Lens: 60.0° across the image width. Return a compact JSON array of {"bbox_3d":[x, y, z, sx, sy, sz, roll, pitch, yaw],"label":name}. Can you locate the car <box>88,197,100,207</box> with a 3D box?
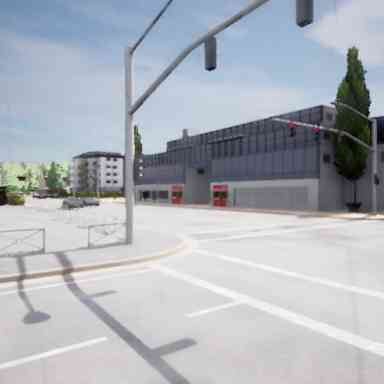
[{"bbox_3d":[-14.918,1.449,48.074,2.033,1.411,5.357,0,0,-33],"label":"car"}]

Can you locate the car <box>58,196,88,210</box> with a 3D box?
[{"bbox_3d":[-15.021,1.429,41.886,1.837,1.490,4.892,0,0,-34],"label":"car"}]
